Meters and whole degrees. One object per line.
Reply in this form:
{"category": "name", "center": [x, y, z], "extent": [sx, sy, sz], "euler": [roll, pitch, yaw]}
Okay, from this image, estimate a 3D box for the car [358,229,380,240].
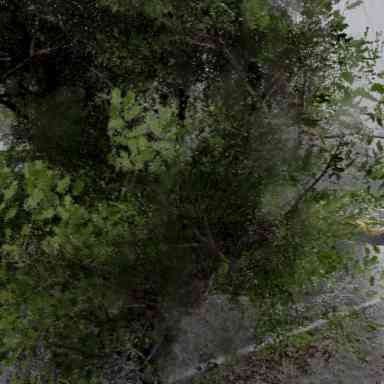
{"category": "car", "center": [6.710, 1.497, 16.992], "extent": [5.366, 1.575, 1.946], "euler": [-1, -1, 34]}
